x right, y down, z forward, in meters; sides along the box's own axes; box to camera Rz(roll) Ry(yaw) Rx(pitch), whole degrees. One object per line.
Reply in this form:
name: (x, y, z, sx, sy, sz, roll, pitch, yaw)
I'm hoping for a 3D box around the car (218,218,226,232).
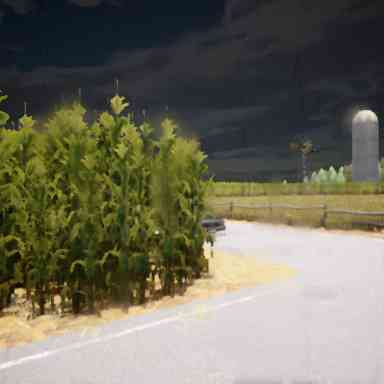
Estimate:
car: (-0.525, 1.414, 17.668, 2.033, 1.411, 5.357, -1, 1, -35)
